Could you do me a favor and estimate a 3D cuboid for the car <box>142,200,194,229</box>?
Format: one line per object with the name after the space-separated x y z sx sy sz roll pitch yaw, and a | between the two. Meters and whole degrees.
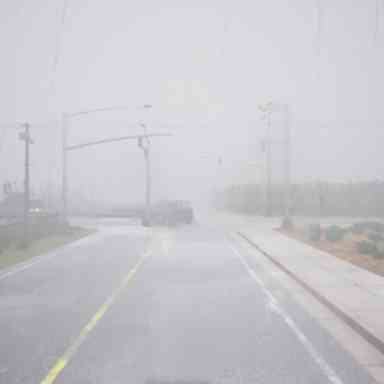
-1.596 1.606 24.445 2.150 2.045 5.566 0 -1 20 | car
